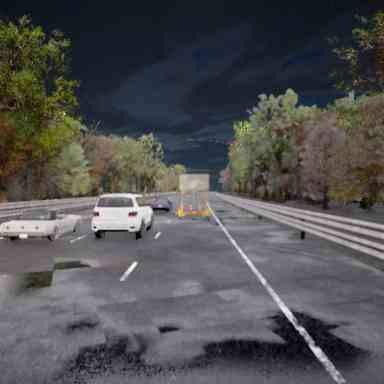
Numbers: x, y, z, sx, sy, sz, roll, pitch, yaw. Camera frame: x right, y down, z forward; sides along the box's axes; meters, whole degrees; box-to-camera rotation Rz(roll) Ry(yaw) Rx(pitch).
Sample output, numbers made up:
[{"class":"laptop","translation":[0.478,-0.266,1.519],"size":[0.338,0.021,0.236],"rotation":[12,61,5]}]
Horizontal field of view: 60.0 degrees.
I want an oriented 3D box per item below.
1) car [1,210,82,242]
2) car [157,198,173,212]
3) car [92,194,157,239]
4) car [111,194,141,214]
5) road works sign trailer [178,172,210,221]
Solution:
[{"class":"car","translation":[-6.846,1.485,15.778],"size":[1.895,1.301,4.718],"rotation":[0,0,0]},{"class":"car","translation":[-3.087,1.331,34.627],"size":[1.994,1.385,4.181],"rotation":[0,0,1]},{"class":"car","translation":[-3.330,1.107,16.833],"size":[2.150,2.045,5.566],"rotation":[0,0,0]},{"class":"car","translation":[-6.587,1.133,33.681],"size":[2.097,1.767,4.553],"rotation":[0,1,1]},{"class":"road works sign trailer","translation":[0.158,0.303,25.340],"size":[2.380,3.560,2.880],"rotation":[0,0,2]}]
